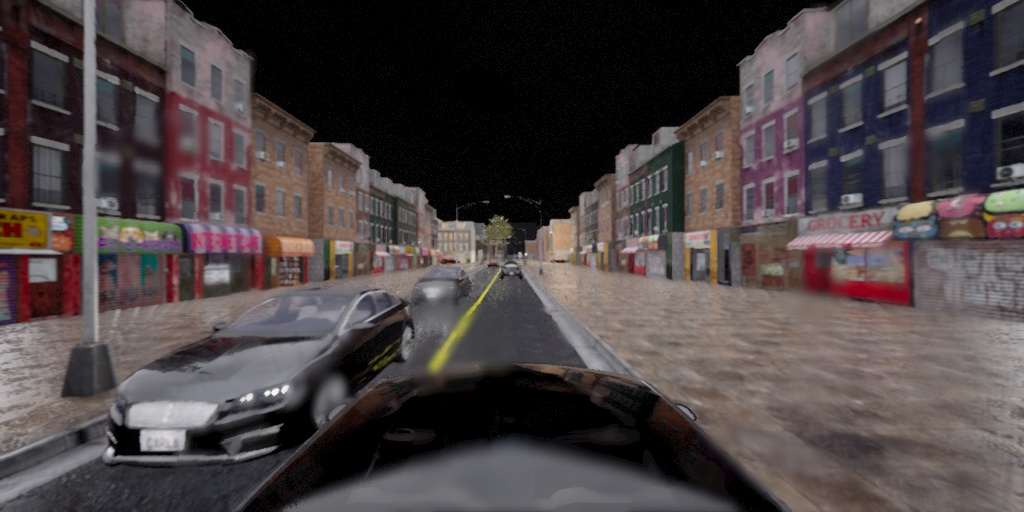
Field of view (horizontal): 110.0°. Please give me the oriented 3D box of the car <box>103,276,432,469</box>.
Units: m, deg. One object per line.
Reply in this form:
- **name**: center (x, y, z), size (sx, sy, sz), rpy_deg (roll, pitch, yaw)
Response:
- **car**: center (-2.859, 1.245, 5.384), size (2.128, 1.511, 4.902), rpy_deg (0, 0, 0)

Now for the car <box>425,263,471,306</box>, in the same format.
- **car**: center (-2.904, 1.239, 15.745), size (2.128, 1.511, 4.902), rpy_deg (0, 0, 0)

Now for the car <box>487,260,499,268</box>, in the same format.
- **car**: center (-3.080, 1.341, 60.229), size (1.895, 1.301, 4.718), rpy_deg (0, 0, 0)

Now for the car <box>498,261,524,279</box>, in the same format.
- **car**: center (-0.048, 1.262, 31.689), size (1.812, 1.442, 4.674), rpy_deg (0, 0, 0)
